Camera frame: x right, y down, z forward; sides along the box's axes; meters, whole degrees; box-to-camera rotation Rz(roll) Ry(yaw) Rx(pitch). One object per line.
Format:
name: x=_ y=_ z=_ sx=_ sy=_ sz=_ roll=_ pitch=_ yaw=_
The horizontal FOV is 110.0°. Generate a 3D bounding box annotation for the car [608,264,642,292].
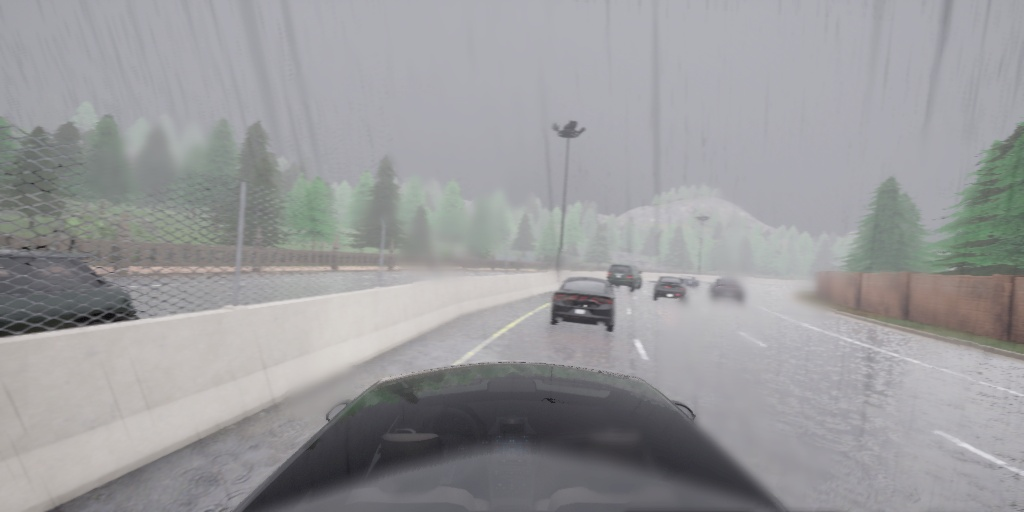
car: x=9.309 y=1.741 z=29.537 sx=2.150 sy=2.045 sz=5.566 roll=4 pitch=0 yaw=27

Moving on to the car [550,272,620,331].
car: x=2.580 y=1.455 z=12.389 sx=1.882 sy=1.535 sz=5.008 roll=4 pitch=0 yaw=16

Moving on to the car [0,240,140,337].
car: x=-6.778 y=0.650 z=3.412 sx=2.097 sy=1.767 sz=4.553 roll=4 pitch=0 yaw=10

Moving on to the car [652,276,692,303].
car: x=9.991 y=2.039 z=22.717 sx=1.837 sy=1.490 sz=4.892 roll=4 pitch=0 yaw=23

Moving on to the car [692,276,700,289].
car: x=19.530 y=2.865 z=39.637 sx=1.895 sy=1.301 sz=4.718 roll=4 pitch=0 yaw=35

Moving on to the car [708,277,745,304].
car: x=14.943 y=2.370 z=25.085 sx=2.128 sy=1.511 sz=4.902 roll=4 pitch=0 yaw=25
